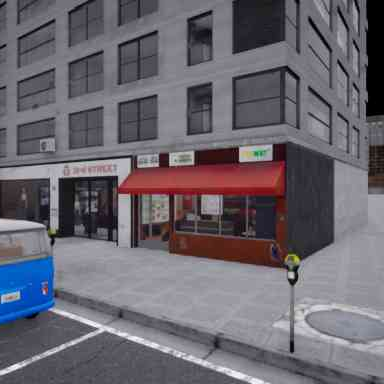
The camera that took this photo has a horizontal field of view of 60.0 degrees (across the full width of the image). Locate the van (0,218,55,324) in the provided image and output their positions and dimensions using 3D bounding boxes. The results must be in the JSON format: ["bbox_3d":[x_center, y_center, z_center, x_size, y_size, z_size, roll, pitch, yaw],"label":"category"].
[{"bbox_3d":[-4.224,1.343,6.061,3.998,1.788,1.690,0,0,35],"label":"van"}]
